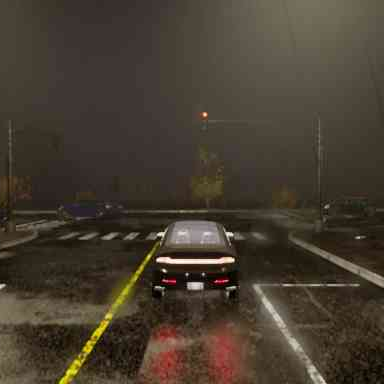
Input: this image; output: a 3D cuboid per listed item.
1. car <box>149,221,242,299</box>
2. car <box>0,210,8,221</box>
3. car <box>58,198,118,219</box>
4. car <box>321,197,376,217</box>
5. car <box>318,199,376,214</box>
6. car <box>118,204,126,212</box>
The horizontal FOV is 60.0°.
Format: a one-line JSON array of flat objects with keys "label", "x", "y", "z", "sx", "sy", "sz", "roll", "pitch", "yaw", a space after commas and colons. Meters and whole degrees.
[{"label": "car", "x": 0.084, "y": 1.480, "z": 8.436, "sx": 2.128, "sy": 1.511, "sz": 4.902, "roll": 0, "pitch": 0, "yaw": 1}, {"label": "car", "x": -16.380, "y": 1.686, "z": 25.414, "sx": 4.718, "sy": 1.301, "sz": 1.895, "roll": 0, "pitch": 1, "yaw": 1}, {"label": "car", "x": -9.170, "y": 1.339, "z": 28.801, "sx": 4.553, "sy": 1.767, "sz": 2.097, "roll": -1, "pitch": 1, "yaw": 0}, {"label": "car", "x": 13.149, "y": 1.201, "z": 28.538, "sx": 4.553, "sy": 1.767, "sz": 2.097, "roll": 0, "pitch": 1, "yaw": -1}, {"label": "car", "x": 14.752, "y": 1.394, "z": 31.820, "sx": 4.718, "sy": 1.301, "sz": 1.895, "roll": 0, "pitch": 1, "yaw": -2}, {"label": "car", "x": -9.182, "y": 1.493, "z": 32.044, "sx": 5.357, "sy": 1.411, "sz": 2.033, "roll": 0, "pitch": 1, "yaw": 1}]
